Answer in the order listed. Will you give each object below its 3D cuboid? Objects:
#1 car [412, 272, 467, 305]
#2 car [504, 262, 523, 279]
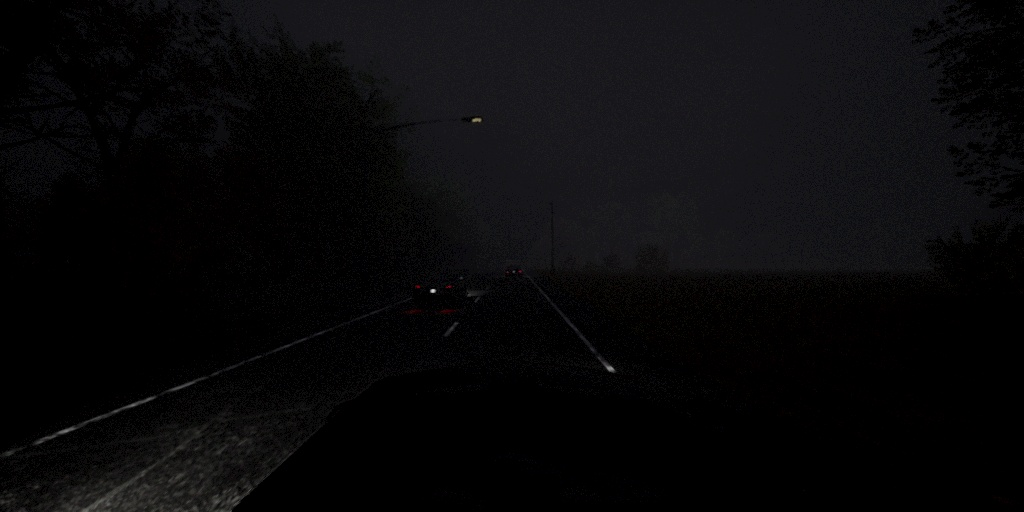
[{"bbox_3d":[-3.364,1.473,17.313,1.994,1.385,4.181,0,0,0],"label":"car"},{"bbox_3d":[0.189,1.599,37.015,2.033,1.411,5.357,0,0,0],"label":"car"}]
